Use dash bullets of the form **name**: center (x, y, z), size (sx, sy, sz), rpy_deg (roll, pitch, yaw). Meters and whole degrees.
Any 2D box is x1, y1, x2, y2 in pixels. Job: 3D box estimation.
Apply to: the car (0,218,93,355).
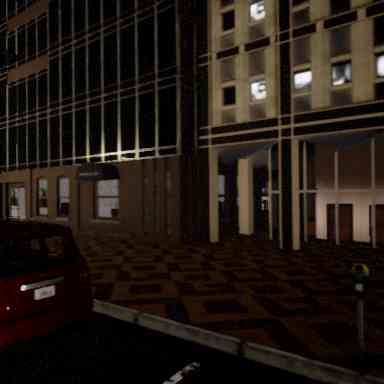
- **car**: center (-3.797, 1.373, 5.590), size (5.009, 1.841, 2.192), rpy_deg (-1, -1, 36)
